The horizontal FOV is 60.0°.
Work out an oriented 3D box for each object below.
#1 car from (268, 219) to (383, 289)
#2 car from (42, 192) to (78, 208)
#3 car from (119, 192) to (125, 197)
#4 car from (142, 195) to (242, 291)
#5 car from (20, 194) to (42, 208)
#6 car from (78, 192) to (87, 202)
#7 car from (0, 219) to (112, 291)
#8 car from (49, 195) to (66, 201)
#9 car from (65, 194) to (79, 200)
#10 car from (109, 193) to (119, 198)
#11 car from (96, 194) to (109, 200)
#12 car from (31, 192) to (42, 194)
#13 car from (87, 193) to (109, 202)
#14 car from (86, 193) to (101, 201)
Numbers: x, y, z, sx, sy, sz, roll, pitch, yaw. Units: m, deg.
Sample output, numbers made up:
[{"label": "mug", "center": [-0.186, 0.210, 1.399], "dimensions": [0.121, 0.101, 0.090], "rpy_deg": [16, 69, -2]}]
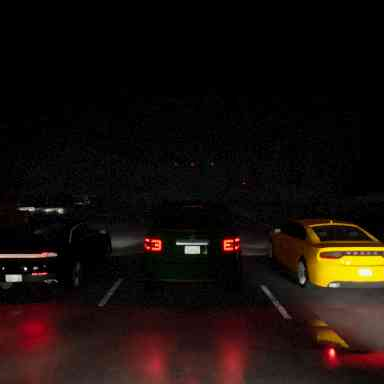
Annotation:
[{"label": "car", "center": [3.475, 1.468, 9.186], "dimensions": [1.882, 1.535, 5.008], "rpy_deg": [0, 0, 0]}, {"label": "car", "center": [-18.325, 1.045, 46.449], "dimensions": [2.150, 2.045, 5.566], "rpy_deg": [0, 0, -1]}, {"label": "car", "center": [-18.968, 1.165, 85.001], "dimensions": [1.994, 1.385, 4.181], "rpy_deg": [0, 0, -4]}, {"label": "car", "center": [-0.013, 1.212, 9.131], "dimensions": [2.150, 2.045, 5.566], "rpy_deg": [0, 0, 0]}, {"label": "car", "center": [-21.809, 1.393, 45.661], "dimensions": [1.994, 1.385, 4.181], "rpy_deg": [0, 0, -1]}, {"label": "car", "center": [-22.060, 0.943, 65.357], "dimensions": [2.150, 2.045, 5.566], "rpy_deg": [0, 0, -1]}, {"label": "car", "center": [-3.522, 1.483, 8.987], "dimensions": [2.128, 1.511, 4.902], "rpy_deg": [0, 0, 0]}, {"label": "car", "center": [-29.173, 1.277, 72.204], "dimensions": [1.895, 1.301, 4.718], "rpy_deg": [0, 0, -1]}, {"label": "car", "center": [-29.348, 1.157, 81.309], "dimensions": [1.812, 1.442, 4.674], "rpy_deg": [0, 0, -1]}, {"label": "car", "center": [-18.739, 1.202, 76.034], "dimensions": [2.033, 1.411, 5.357], "rpy_deg": [0, 0, -1]}, {"label": "car", "center": [-22.424, 1.173, 83.512], "dimensions": [1.994, 1.385, 4.181], "rpy_deg": [0, 0, -1]}, {"label": "car", "center": [-29.010, 0.959, 62.379], "dimensions": [2.150, 2.045, 5.566], "rpy_deg": [0, 0, -1]}, {"label": "car", "center": [-18.575, 1.265, 65.862], "dimensions": [2.033, 1.411, 5.357], "rpy_deg": [0, 0, -1]}, {"label": "car", "center": [-22.219, 1.023, 74.897], "dimensions": [2.097, 1.767, 4.553], "rpy_deg": [0, 0, -1]}]
